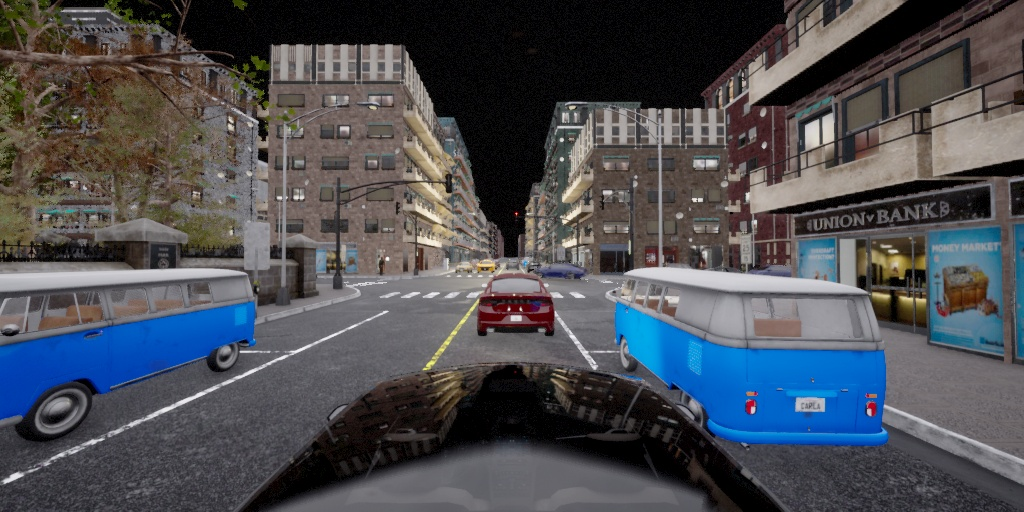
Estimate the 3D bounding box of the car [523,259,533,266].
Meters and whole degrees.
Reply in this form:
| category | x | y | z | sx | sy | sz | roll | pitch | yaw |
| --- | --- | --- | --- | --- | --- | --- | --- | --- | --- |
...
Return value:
| category | x | y | z | sx | sy | sz | roll | pitch | yaw |
| --- | --- | --- | --- | --- | --- | --- | --- | --- | --- |
| car | 2.681 | 1.332 | 43.001 | 1.948 | 1.339 | 4.313 | 0 | 0 | 0 |

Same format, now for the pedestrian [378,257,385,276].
| category | x | y | z | sx | sy | sz | roll | pitch | yaw |
| --- | --- | --- | --- | --- | --- | --- | --- | --- | --- |
| pedestrian | -12.547 | 0.969 | 34.440 | 0.375 | 1.860 | 0.375 | 0 | -1 | 1 |

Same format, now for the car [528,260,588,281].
| category | x | y | z | sx | sy | sz | roll | pitch | yaw |
| --- | --- | --- | --- | --- | --- | --- | --- | --- | --- |
| car | 4.095 | 1.308 | 30.545 | 4.674 | 1.442 | 1.812 | 1 | 0 | 27 |

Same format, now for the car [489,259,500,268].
| category | x | y | z | sx | sy | sz | roll | pitch | yaw |
| --- | --- | --- | --- | --- | --- | --- | --- | --- | --- |
| car | -3.076 | 1.301 | 63.792 | 1.812 | 1.442 | 4.674 | 0 | 0 | 0 |

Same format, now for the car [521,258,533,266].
| category | x | y | z | sx | sy | sz | roll | pitch | yaw |
| --- | --- | --- | --- | --- | --- | --- | --- | --- | --- |
| car | 2.680 | 1.319 | 48.644 | 2.007 | 1.370 | 4.403 | 0 | 0 | 0 |

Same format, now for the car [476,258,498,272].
| category | x | y | z | sx | sy | sz | roll | pitch | yaw |
| --- | --- | --- | --- | --- | --- | --- | --- | --- | --- |
| car | -3.112 | 1.244 | 43.692 | 1.882 | 1.535 | 5.008 | 0 | 0 | 0 |

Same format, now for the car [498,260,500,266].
| category | x | y | z | sx | sy | sz | roll | pitch | yaw |
| --- | --- | --- | --- | --- | --- | --- | --- | --- | --- |
| car | -3.109 | 1.318 | 53.653 | 2.033 | 1.411 | 5.357 | 0 | 0 | 0 |

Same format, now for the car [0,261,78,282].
| category | x | y | z | sx | sy | sz | roll | pitch | yaw |
| --- | --- | --- | --- | --- | --- | --- | --- | --- | --- |
| car | -35.364 | 1.094 | 25.971 | 5.357 | 1.411 | 2.033 | 0 | -1 | 1 |

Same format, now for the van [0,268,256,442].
| category | x | y | z | sx | sy | sz | roll | pitch | yaw |
| --- | --- | --- | --- | --- | --- | --- | --- | --- | --- |
| van | -5.657 | 1.092 | 5.054 | 1.690 | 1.789 | 3.998 | 0 | 0 | 0 |

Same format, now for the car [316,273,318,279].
| category | x | y | z | sx | sy | sz | roll | pitch | yaw |
| --- | --- | --- | --- | --- | --- | --- | --- | --- | --- |
| car | -16.611 | 1.139 | 25.745 | 4.902 | 1.511 | 2.128 | 0 | -1 | 1 |

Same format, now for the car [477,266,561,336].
| category | x | y | z | sx | sy | sz | roll | pitch | yaw |
| --- | --- | --- | --- | --- | --- | --- | --- | --- | --- |
| car | 0.096 | 1.231 | 10.416 | 1.882 | 1.535 | 5.008 | 0 | 0 | 0 |

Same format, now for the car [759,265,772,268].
| category | x | y | z | sx | sy | sz | roll | pitch | yaw |
| --- | --- | --- | --- | --- | --- | --- | --- | --- | --- |
| car | 13.529 | 1.334 | 22.792 | 4.313 | 1.339 | 1.948 | 0 | 0 | 1 |

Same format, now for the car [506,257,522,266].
| category | x | y | z | sx | sy | sz | roll | pitch | yaw |
| --- | --- | --- | --- | --- | --- | --- | --- | --- | --- |
| car | 0.084 | 1.263 | 54.615 | 2.128 | 1.511 | 4.902 | 0 | 0 | 0 |

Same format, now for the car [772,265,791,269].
| category | x | y | z | sx | sy | sz | roll | pitch | yaw |
| --- | --- | --- | --- | --- | --- | --- | --- | --- | --- |
| car | 20.425 | 1.437 | 28.516 | 4.674 | 1.442 | 1.812 | 1 | -1 | 1 |

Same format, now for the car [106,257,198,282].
| category | x | y | z | sx | sy | sz | roll | pitch | yaw |
| --- | --- | --- | --- | --- | --- | --- | --- | --- | --- |
| car | -25.837 | 0.950 | 25.856 | 4.553 | 1.767 | 2.097 | 0 | -1 | 1 |

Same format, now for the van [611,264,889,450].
| category | x | y | z | sx | sy | sz | roll | pitch | yaw |
| --- | --- | --- | --- | --- | --- | --- | --- | --- | --- |
| van | 2.658 | 1.092 | 5.055 | 1.690 | 1.789 | 3.998 | 0 | 0 | 0 |

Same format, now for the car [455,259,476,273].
| category | x | y | z | sx | sy | sz | roll | pitch | yaw |
| --- | --- | --- | --- | --- | --- | --- | --- | --- | --- |
| car | -5.699 | 1.291 | 42.829 | 1.751 | 1.417 | 4.829 | 0 | 0 | 0 |
